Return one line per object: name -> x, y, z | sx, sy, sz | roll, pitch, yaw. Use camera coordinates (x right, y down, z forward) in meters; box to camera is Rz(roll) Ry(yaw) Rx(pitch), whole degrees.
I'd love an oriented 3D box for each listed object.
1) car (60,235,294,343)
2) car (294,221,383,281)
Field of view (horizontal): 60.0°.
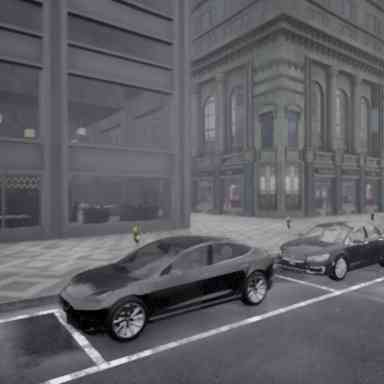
car -> -0.244, 1.570, 6.481 | 4.313, 1.339, 1.947 | 0, 0, -36
car -> 4.340, 1.561, 9.761 | 4.403, 1.369, 2.008 | 0, 0, -36
